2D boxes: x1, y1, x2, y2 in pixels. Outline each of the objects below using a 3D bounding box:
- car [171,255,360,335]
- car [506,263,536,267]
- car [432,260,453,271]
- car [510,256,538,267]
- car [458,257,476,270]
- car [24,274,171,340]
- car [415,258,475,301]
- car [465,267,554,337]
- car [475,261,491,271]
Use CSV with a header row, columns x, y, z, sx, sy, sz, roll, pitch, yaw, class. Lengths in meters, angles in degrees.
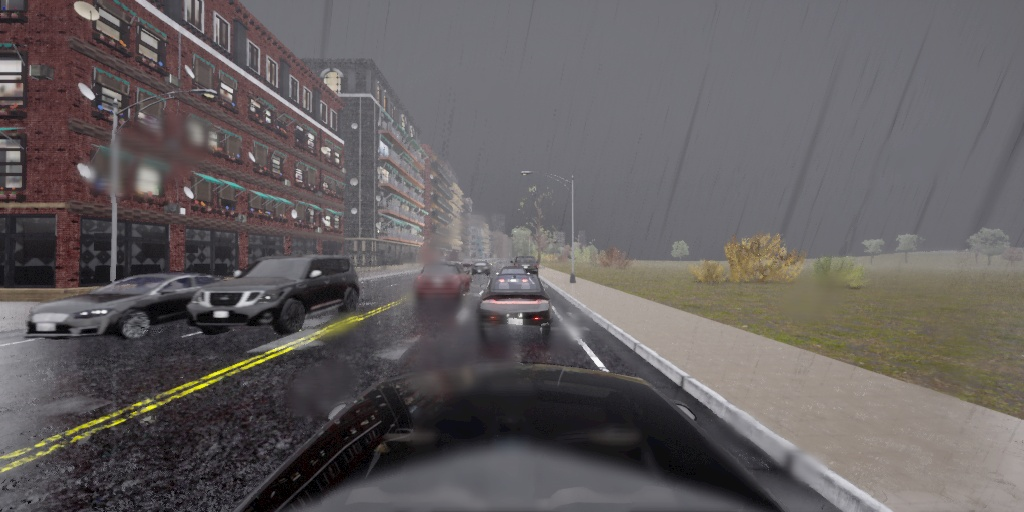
x,y,z,sx,sy,sz,roll,pitch,yaw,class
-6.620,0.973,10.919,2.150,2.045,5.566,0,0,0,car
0.060,1.301,20.771,2.033,1.411,5.357,0,0,0,car
-9.965,1.300,52.078,2.033,1.411,5.357,0,0,0,car
1.070,0.979,30.984,2.150,2.045,5.566,0,0,0,car
-6.714,1.105,53.459,2.097,1.767,4.553,0,0,0,car
-9.869,1.243,10.045,2.128,1.511,4.902,0,0,0,car
-3.183,1.106,17.467,2.097,1.767,4.553,0,0,-1,car
0.081,1.243,10.331,2.128,1.511,4.902,0,0,0,car
-3.231,1.279,37.850,1.812,1.442,4.674,0,0,0,car
